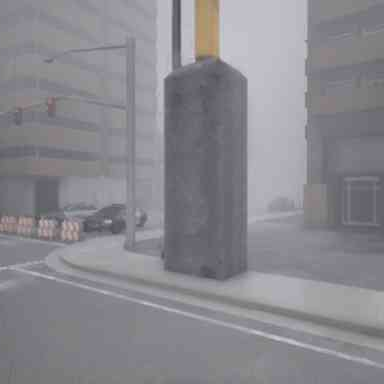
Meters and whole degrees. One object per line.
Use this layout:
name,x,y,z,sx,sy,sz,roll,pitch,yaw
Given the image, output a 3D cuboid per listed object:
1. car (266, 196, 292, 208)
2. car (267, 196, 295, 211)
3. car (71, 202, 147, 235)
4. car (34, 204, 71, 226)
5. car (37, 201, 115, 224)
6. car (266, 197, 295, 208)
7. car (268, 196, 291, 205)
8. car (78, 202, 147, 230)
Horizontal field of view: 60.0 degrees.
car,13.080,1.432,49.689,2.038,1.542,4.974,0,0,35
car,10.884,1.436,40.769,2.038,1.542,4.974,0,0,35
car,-4.361,1.438,18.972,2.038,1.542,4.974,0,0,15
car,-7.557,1.433,21.653,4.974,1.542,2.038,0,0,-30
car,-7.512,1.276,21.679,4.536,1.218,1.853,0,0,-30
car,10.914,1.278,40.811,1.853,1.218,4.536,0,0,35
car,13.110,1.275,49.732,1.853,1.218,4.536,0,0,35
car,-4.347,1.280,19.022,1.853,1.218,4.536,0,0,15
